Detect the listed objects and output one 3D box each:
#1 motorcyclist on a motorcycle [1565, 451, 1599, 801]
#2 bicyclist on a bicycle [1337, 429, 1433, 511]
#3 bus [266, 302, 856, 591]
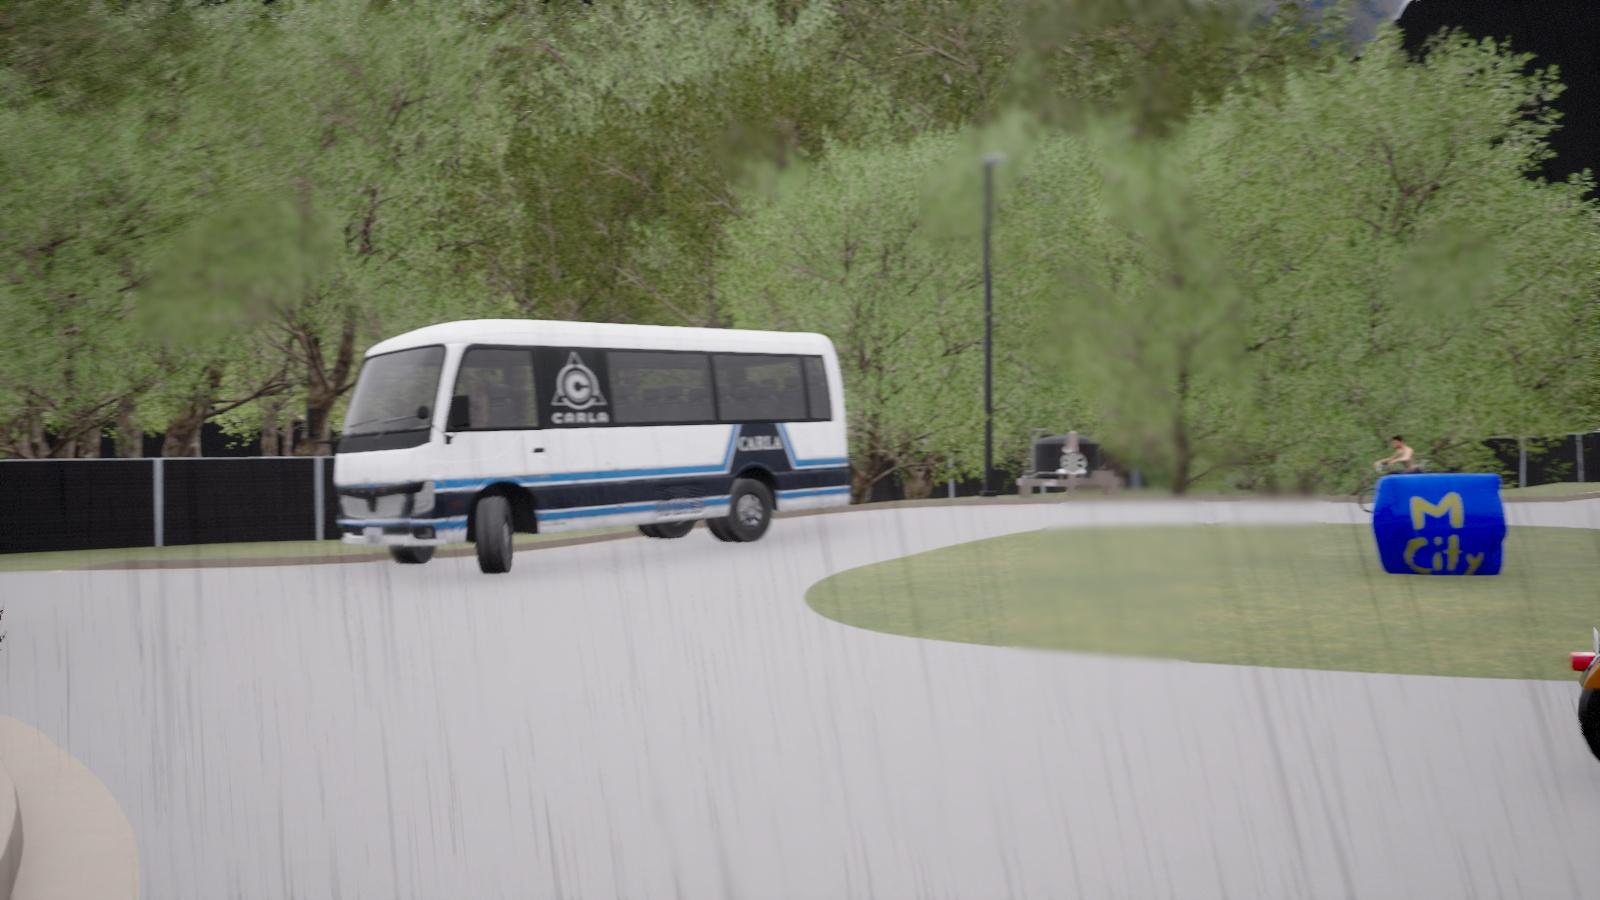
[{"bbox_3d":[4.934,0.811,5.763,2.350,1.649,0.766,-1,-1,28],"label":"motorcyclist on a motorcycle"},{"bbox_3d":[11.986,0.413,25.765,1.509,1.612,0.866,-2,-1,2],"label":"bicyclist on a bicycle"},{"bbox_3d":[-3.913,-0.154,23.504,3.944,4.253,10.273,-4,0,43],"label":"bus"}]
